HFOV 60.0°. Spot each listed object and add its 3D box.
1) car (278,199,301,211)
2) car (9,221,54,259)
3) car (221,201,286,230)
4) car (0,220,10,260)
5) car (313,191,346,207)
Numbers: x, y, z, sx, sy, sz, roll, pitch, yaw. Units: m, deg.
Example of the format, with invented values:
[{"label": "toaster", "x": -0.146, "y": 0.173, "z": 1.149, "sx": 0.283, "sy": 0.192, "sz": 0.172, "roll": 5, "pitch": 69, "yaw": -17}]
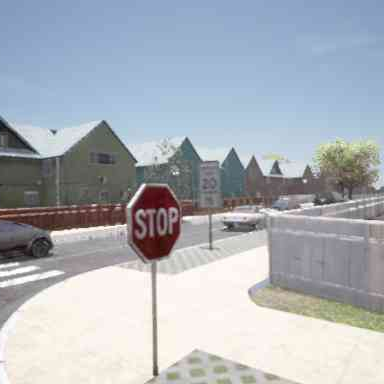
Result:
[{"label": "car", "x": 8.984, "y": 1.417, "z": 32.214, "sx": 1.994, "sy": 1.385, "sz": 4.181, "roll": -2, "pitch": -1, "yaw": 36}, {"label": "car", "x": -6.778, "y": 1.629, "z": 10.827, "sx": 1.994, "sy": 1.385, "sz": 4.181, "roll": -2, "pitch": -1, "yaw": 36}, {"label": "car", "x": 3.718, "y": 1.467, "z": 20.105, "sx": 1.895, "sy": 1.301, "sz": 4.718, "roll": -2, "pitch": -1, "yaw": 36}, {"label": "car", "x": -6.505, "y": 1.512, "z": 6.210, "sx": 1.882, "sy": 1.535, "sz": 5.008, "roll": -1, "pitch": 0, "yaw": 36}, {"label": "car", "x": 14.291, "y": 0.962, "z": 34.479, "sx": 2.150, "sy": 2.045, "sz": 5.566, "roll": -2, "pitch": -1, "yaw": 36}]
